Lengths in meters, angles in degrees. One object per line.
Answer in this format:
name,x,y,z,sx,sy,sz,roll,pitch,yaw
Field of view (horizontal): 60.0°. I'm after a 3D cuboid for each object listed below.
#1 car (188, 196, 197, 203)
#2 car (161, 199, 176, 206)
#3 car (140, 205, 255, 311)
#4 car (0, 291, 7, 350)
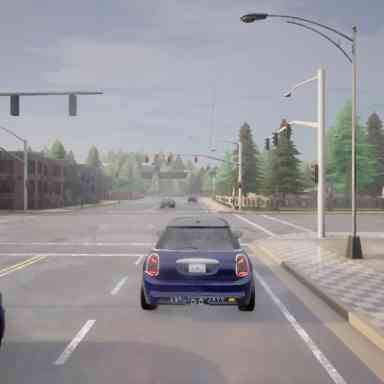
car,0.062,1.505,68.219,1.837,1.490,4.892,0,0,0
car,-3.318,1.601,47.045,1.895,1.301,4.718,0,0,-1
car,0.161,1.352,7.931,2.097,1.767,4.553,0,0,2
car,-3.440,1.478,2.479,1.882,1.535,5.008,0,0,0
